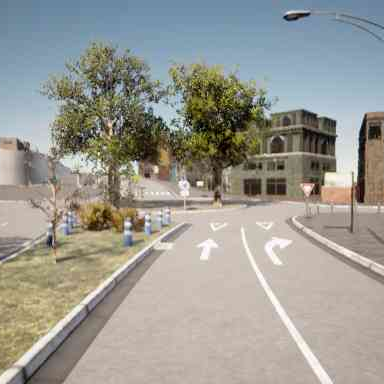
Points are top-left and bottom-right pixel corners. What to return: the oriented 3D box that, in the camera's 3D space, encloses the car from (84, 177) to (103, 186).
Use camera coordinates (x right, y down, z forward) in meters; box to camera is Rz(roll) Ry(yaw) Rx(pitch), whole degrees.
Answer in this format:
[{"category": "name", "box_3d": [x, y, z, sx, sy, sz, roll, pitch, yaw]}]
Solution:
[{"category": "car", "box_3d": [-26.999, -2.475, 90.869, 4.792, 1.488, 2.163, -3, 7, -33]}]
